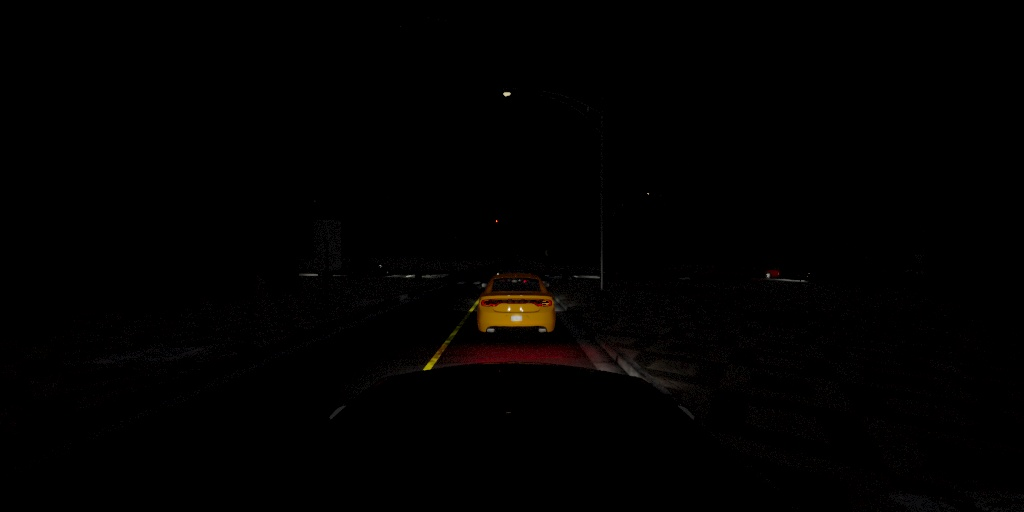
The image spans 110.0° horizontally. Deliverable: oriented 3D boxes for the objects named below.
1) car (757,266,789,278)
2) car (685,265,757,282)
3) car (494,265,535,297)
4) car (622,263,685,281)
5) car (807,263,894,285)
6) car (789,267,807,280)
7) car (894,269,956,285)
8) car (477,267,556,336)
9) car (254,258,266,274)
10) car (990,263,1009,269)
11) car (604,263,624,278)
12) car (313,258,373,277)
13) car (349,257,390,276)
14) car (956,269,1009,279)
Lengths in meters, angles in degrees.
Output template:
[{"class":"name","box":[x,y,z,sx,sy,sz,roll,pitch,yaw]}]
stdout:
[{"class":"car","box":[29.087,1.763,39.472,4.507,1.381,1.888,0,0,0]},{"class":"car","box":[17.956,1.569,30.954,4.829,1.417,1.751,0,0,0]},{"class":"car","box":[0.111,1.296,20.232,2.033,1.411,5.357,0,0,0]},{"class":"car","box":[12.144,1.522,30.958,4.313,1.339,1.948,0,0,0]},{"class":"car","box":[29.073,1.539,30.946,5.009,1.841,2.192,0,0,0]},{"class":"car","box":[31.886,1.771,36.793,4.892,1.490,1.837,1,0,0]},{"class":"car","box":[34.717,1.862,30.942,4.507,1.381,1.888,0,0,0]},{"class":"car","box":[0.104,1.227,10.405,1.882,1.535,5.008,0,0,0]},{"class":"car","box":[-23.879,0.928,33.648,4.902,1.511,2.128,1,0,0]},{"class":"car","box":[45.890,1.727,33.590,5.566,2.045,2.150,1,0,0]},{"class":"car","box":[11.902,1.454,36.816,4.892,1.490,1.837,1,0,0]},{"class":"car","box":[-14.764,1.114,30.882,4.403,1.370,2.007,0,0,0]},{"class":"car","box":[-13.881,0.926,33.594,4.553,1.767,2.097,1,0,1]},{"class":"car","box":[40.367,1.994,30.938,4.207,1.307,1.802,0,0,0]}]
